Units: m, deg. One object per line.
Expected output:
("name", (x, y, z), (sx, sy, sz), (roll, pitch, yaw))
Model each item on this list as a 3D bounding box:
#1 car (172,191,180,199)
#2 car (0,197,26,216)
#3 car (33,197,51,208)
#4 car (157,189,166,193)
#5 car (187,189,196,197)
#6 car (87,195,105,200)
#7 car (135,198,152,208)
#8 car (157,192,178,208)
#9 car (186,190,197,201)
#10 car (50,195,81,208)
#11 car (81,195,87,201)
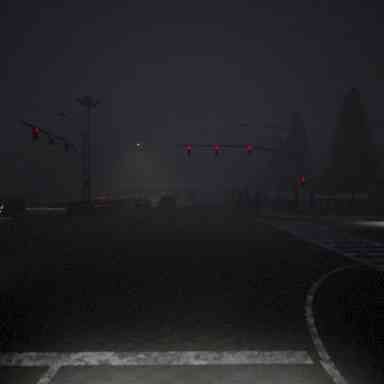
("car", (-3.656, 0.558, 71.586), (2.097, 1.767, 4.553), (0, 4, 0))
("car", (-17.612, 1.316, 31.336), (2.097, 1.767, 4.553), (0, 0, 0))
("car", (-21.121, 1.473, 47.951), (1.812, 1.442, 4.674), (0, 0, 0))
("car", (-7.204, 0.029, 78.802), (1.882, 1.535, 5.008), (0, 7, 0))
("car", (-0.197, 0.211, 77.700), (2.033, 1.411, 5.357), (0, 7, 0))
("car", (-17.640, 1.245, 62.676), (1.812, 1.442, 4.674), (0, 2, 0))
("car", (-6.933, 1.511, 48.028), (1.994, 1.385, 4.181), (0, 0, 0))
("car", (-3.429, 1.300, 47.038), (2.097, 1.767, 4.553), (0, 0, 0))
("car", (-0.135, 0.714, 67.276), (2.150, 2.045, 5.566), (0, 3, 0))
("car", (-17.629, 1.474, 46.653), (1.812, 1.442, 4.674), (0, 0, 0))
("car", (-21.124, 1.227, 63.578), (2.033, 1.411, 5.357), (0, 3, 0))
